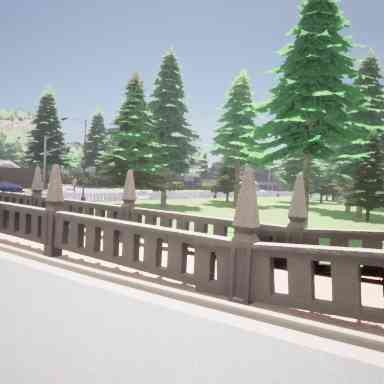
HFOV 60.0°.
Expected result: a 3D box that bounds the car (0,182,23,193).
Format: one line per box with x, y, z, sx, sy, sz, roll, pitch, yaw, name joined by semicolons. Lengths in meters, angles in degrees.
-21.381;-0.403;37.000;1.812;1.442;4.674;4;3;37;car
